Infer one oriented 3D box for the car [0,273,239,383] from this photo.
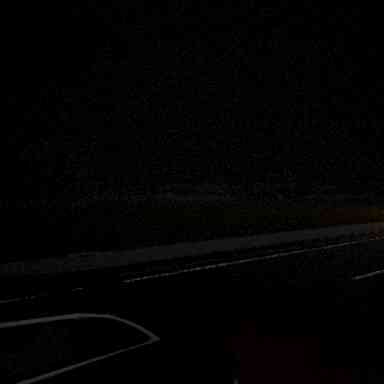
[{"bbox_3d":[-1.872,1.493,2.351,4.902,1.511,2.128,0,0,-35],"label":"car"}]
